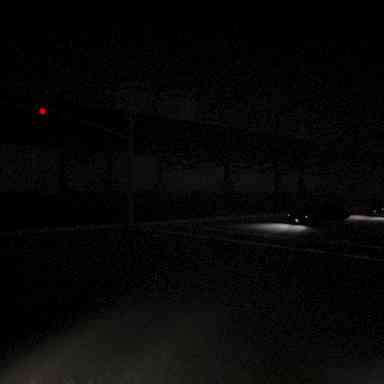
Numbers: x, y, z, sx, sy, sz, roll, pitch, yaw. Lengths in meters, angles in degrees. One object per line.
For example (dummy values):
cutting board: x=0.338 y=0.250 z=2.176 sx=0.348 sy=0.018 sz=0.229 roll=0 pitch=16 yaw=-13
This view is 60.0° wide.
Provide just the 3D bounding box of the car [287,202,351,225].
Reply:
car: x=9.022 y=1.445 z=23.341 sx=5.357 sy=1.411 sz=2.033 roll=-1 pitch=0 yaw=-36

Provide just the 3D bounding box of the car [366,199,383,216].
car: x=17.139 y=1.312 z=29.108 sx=4.674 sy=1.442 sz=1.812 roll=-1 pitch=1 yaw=-36
